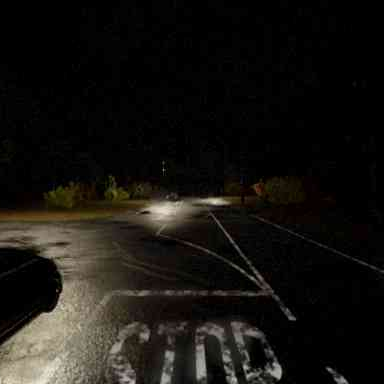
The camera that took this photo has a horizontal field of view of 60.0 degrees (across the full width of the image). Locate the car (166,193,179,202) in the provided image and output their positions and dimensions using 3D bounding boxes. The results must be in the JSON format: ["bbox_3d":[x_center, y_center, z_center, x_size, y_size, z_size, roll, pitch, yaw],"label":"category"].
[{"bbox_3d":[-3.490,0.904,59.704,2.097,1.767,4.553,0,0,0],"label":"car"}]

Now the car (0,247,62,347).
[{"bbox_3d":[-3.511,1.535,4.782,1.994,1.385,4.181,0,0,0],"label":"car"}]
